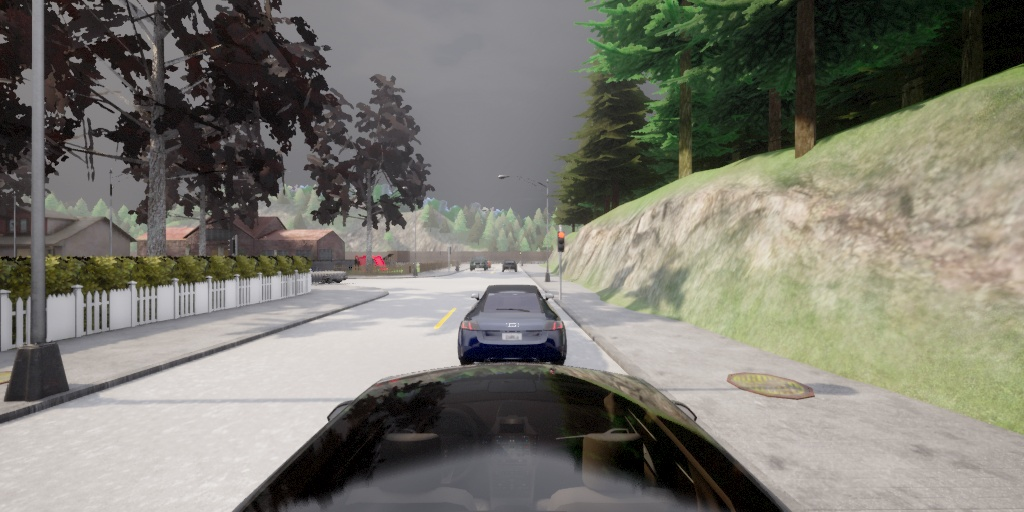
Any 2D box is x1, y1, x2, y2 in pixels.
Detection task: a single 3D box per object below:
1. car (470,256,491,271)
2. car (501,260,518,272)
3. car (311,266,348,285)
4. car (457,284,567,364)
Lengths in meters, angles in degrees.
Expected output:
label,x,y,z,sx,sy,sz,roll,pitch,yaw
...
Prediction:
label,x,y,z,sx,sy,sz,roll,pitch,yaw
car,-4.513,0.972,49.473,2.150,2.045,5.566,0,0,0
car,-0.319,1.254,47.270,1.837,1.490,4.892,0,0,0
car,-14.163,1.351,25.190,4.718,1.301,1.895,0,0,-1
car,0.008,1.314,7.986,1.994,1.385,4.181,0,0,0
